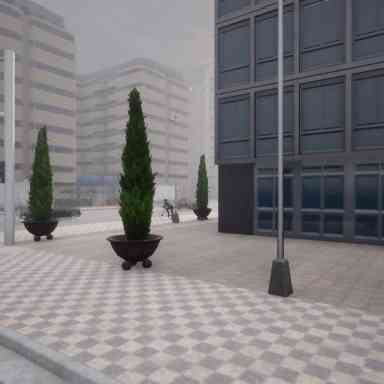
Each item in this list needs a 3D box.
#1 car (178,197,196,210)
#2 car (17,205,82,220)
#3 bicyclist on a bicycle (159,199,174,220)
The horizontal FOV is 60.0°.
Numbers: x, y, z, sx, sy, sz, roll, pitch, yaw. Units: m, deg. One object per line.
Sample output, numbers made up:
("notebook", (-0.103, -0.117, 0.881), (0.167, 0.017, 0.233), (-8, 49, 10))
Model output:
("car", (0.178, 1.407, 43.187), (2.097, 1.767, 4.553), (0, 0, 35))
("car", (-11.347, 1.656, 26.843), (1.895, 1.301, 4.718), (0, 0, 35))
("bicyclist on a bicycle", (-1.935, 1.356, 25.837), (1.656, 1.620, 0.582), (0, 0, 35))
